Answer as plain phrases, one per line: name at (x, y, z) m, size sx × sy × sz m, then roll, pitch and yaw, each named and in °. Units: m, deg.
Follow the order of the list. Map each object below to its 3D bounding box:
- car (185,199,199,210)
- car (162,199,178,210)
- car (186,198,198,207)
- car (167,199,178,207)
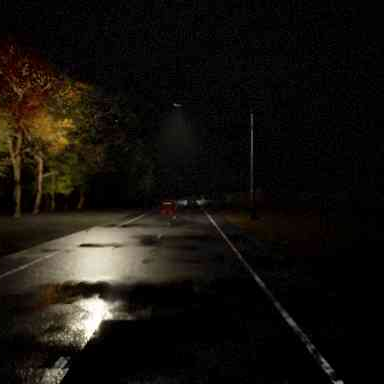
car at (0.004, 1.952, 50.253) m, size 1.994 × 1.385 × 4.181 m, roll 0°, pitch 0°, yaw 0°
car at (-3.495, 1.880, 50.255) m, size 2.128 × 1.511 × 4.902 m, roll 0°, pitch 0°, yaw 0°
car at (0.004, 1.953, 60.294) m, size 2.128 × 1.511 × 4.902 m, roll 0°, pitch 0°, yaw 0°
car at (-3.494, 1.988, 60.294) m, size 1.812 × 1.442 × 4.674 m, roll 0°, pitch 0°, yaw 0°
